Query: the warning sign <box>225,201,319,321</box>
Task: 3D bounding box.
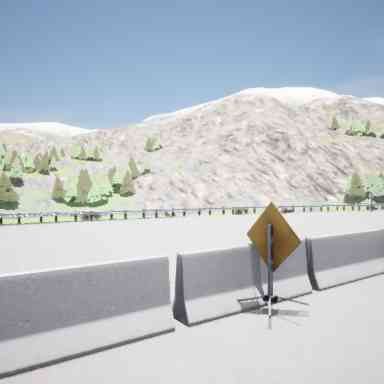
[{"bbox_3d":[1.439,1.114,6.096,1.060,1.860,1.300,0,0,-34],"label":"warning sign"}]
